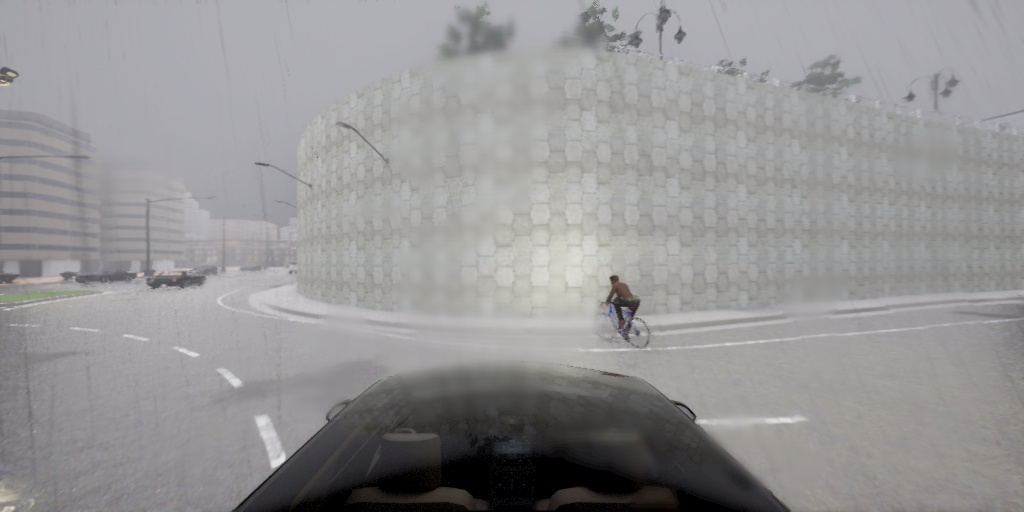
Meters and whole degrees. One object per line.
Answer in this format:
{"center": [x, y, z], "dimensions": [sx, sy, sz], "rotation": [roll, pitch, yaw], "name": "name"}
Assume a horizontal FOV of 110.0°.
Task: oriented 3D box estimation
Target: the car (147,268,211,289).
{"center": [-25.606, 1.813, 27.645], "dimensions": [1.895, 1.301, 4.718], "rotation": [0, -1, -20], "name": "car"}

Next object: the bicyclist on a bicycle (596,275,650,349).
{"center": [2.525, 1.268, 8.371], "dimensions": [0.582, 1.620, 1.656], "rotation": [0, -2, -30], "name": "bicyclist on a bicycle"}

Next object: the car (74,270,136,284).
{"center": [-39.040, 1.976, 34.546], "dimensions": [1.895, 1.301, 4.718], "rotation": [0, -1, -16], "name": "car"}
